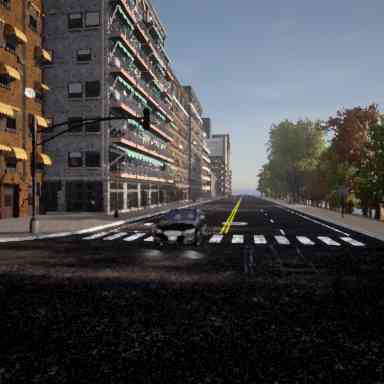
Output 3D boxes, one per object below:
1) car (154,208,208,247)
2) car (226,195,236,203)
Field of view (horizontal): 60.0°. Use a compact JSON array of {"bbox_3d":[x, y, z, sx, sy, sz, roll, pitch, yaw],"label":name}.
[{"bbox_3d":[-0.385,1.511,15.312,2.128,1.511,4.902,0,0,9],"label":"car"},{"bbox_3d":[8.389,1.360,71.194,2.097,1.767,4.553,0,0,9],"label":"car"}]
